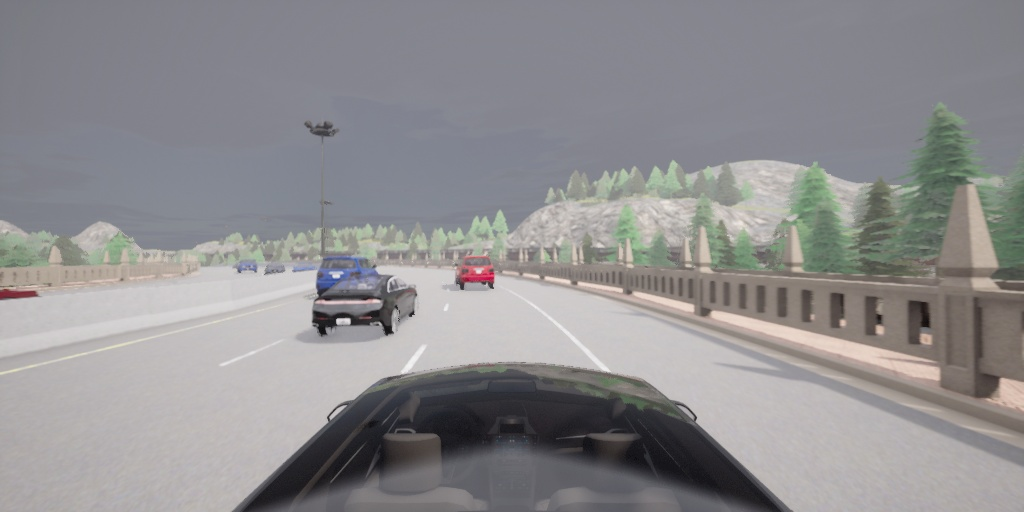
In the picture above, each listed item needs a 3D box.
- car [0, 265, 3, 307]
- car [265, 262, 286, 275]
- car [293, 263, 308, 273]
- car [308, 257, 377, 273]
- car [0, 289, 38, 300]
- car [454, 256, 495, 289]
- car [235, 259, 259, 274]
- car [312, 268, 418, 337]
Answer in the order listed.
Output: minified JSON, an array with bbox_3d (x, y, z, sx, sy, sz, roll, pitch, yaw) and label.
[{"bbox_3d":[-22.043,1.238,12.627,2.097,1.767,4.553,0,0,-9],"label":"car"},{"bbox_3d":[-29.294,1.658,44.562,1.994,1.385,4.181,0,0,-29],"label":"car"},{"bbox_3d":[-22.707,1.492,39.352,1.882,1.535,5.008,0,0,-25],"label":"car"},{"bbox_3d":[-8.805,1.063,19.584,2.150,2.045,5.566,0,0,-11],"label":"car"},{"bbox_3d":[-18.293,1.460,10.975,1.895,1.301,4.718,0,0,-7],"label":"car"},{"bbox_3d":[-2.549,1.040,23.830,2.150,2.045,5.566,0,0,-13],"label":"car"},{"bbox_3d":[-37.476,1.420,50.953,2.150,2.045,5.566,0,0,-35],"label":"car"},{"bbox_3d":[-4.010,1.279,10.527,2.128,1.511,4.902,0,0,-5],"label":"car"}]
